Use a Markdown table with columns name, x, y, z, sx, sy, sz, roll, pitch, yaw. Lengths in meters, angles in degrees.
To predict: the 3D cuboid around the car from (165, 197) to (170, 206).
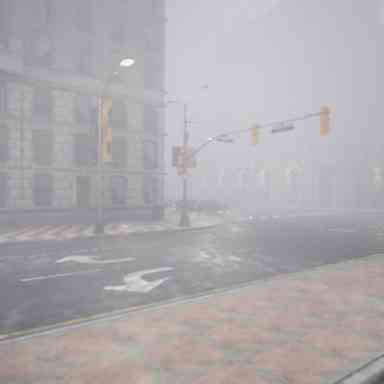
| name | x | y | z | sx | sy | sz | roll | pitch | yaw |
| --- | --- | --- | --- | --- | --- | --- | --- | --- | --- |
| car | -3.406 | 1.643 | 51.194 | 2.033 | 1.411 | 5.357 | 0 | 0 | -35 |

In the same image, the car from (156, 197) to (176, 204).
| name | x | y | z | sx | sy | sz | roll | pitch | yaw |
| --- | --- | --- | --- | --- | --- | --- | --- | --- | --- |
| car | -5.270 | 1.723 | 66.346 | 1.895 | 1.301 | 4.718 | 0 | 0 | -35 |

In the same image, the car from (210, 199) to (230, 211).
| name | x | y | z | sx | sy | sz | roll | pitch | yaw |
| --- | --- | --- | --- | --- | --- | --- | --- | --- | --- |
| car | 2.483 | 1.643 | 42.940 | 2.033 | 1.411 | 5.357 | 0 | 0 | -36 |

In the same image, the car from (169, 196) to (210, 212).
| name | x | y | z | sx | sy | sz | roll | pitch | yaw |
| --- | --- | --- | --- | --- | --- | --- | --- | --- | --- |
| car | -0.387 | 1.588 | 40.945 | 1.837 | 1.490 | 4.892 | 0 | 0 | -36 |
